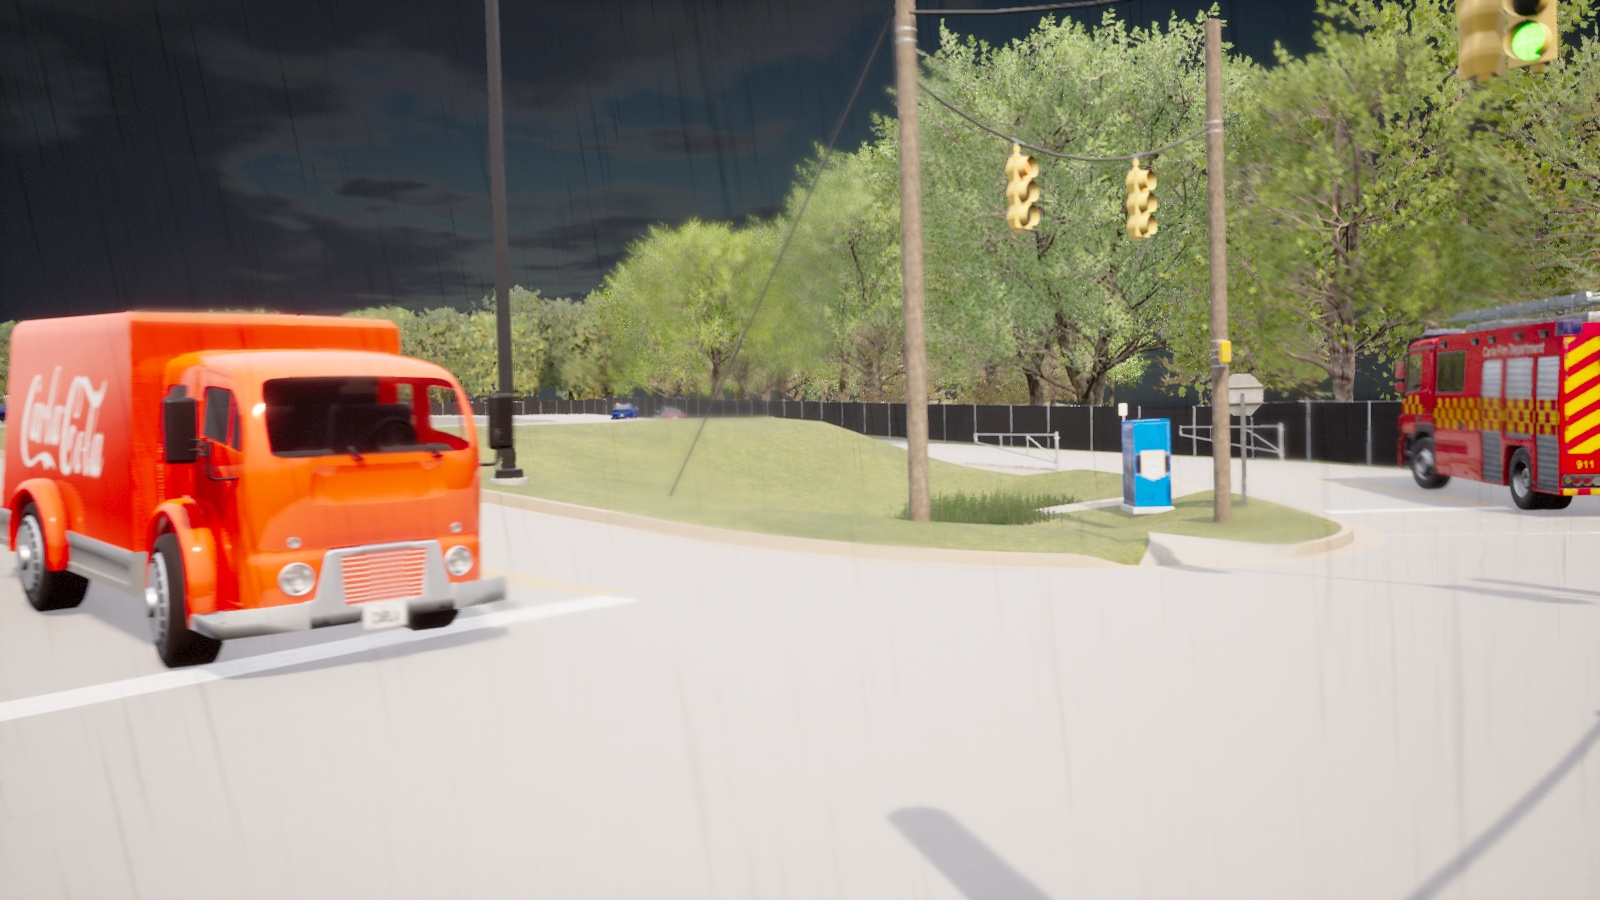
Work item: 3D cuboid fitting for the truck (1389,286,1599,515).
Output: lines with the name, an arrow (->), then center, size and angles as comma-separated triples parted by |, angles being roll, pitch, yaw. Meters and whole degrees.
truck -> 14.750, -1.035, 25.218 | 2.891, 3.827, 8.468 | -2, 2, 8

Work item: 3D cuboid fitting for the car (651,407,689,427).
car -> -10.148, -2.603, 97.741 | 1.994, 1.385, 4.181 | -3, 4, -19

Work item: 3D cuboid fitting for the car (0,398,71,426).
car -> -42.568, -2.107, 69.109 | 3.806, 1.475, 1.970 | 1, 2, -9

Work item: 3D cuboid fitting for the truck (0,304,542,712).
truck -> -4.691, 0.153, 10.327 | 2.627, 2.467, 5.204 | -4, 6, -44
